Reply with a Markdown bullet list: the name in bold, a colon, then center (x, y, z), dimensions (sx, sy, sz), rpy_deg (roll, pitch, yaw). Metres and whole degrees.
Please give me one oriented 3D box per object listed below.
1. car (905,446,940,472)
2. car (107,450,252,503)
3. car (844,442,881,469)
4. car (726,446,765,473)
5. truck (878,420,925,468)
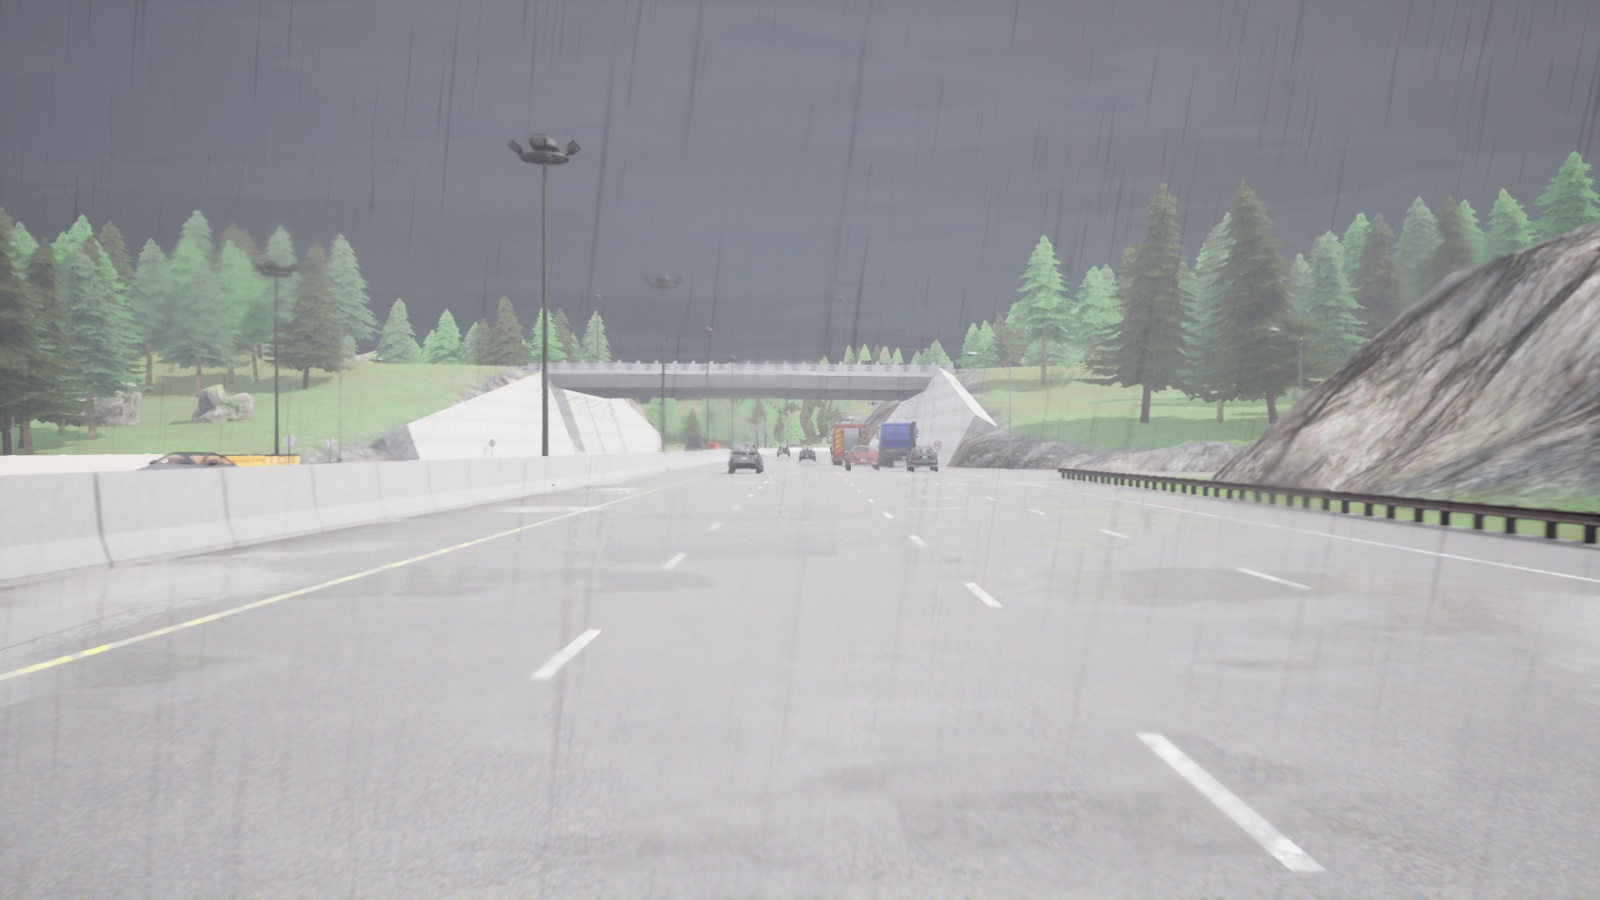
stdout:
- **car**: center (7.456, 0.545, 76.496), dimensions (1.789, 1.549, 3.705), rpy_deg (0, 0, 0)
- **car**: center (-17.282, 0.711, 35.213), dimensions (1.994, 1.385, 4.181), rpy_deg (0, 0, 0)
- **car**: center (3.978, 0.334, 80.290), dimensions (2.152, 1.651, 5.027), rpy_deg (0, 0, 0)
- **car**: center (-3.074, 0.518, 71.297), dimensions (2.007, 1.525, 4.514), rpy_deg (0, 0, 0)
- **truck**: center (7.560, -0.458, 94.573), dimensions (2.891, 3.462, 7.936), rpy_deg (0, 0, 0)
